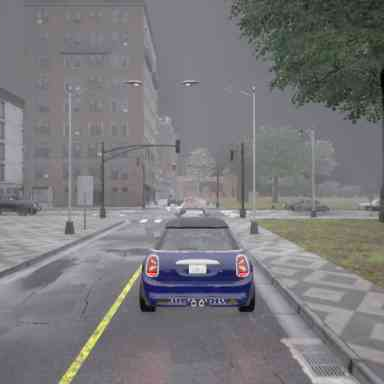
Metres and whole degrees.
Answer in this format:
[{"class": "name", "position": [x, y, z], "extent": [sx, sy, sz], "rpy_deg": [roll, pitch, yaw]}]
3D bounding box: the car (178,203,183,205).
[{"class": "car", "position": [0.025, 1.534, 17.537], "extent": [1.812, 1.442, 4.674], "rpy_deg": [0, 0, 1]}]

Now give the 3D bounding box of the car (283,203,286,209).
[{"class": "car", "position": [13.787, 1.583, 41.137], "extent": [4.902, 1.511, 2.128], "rpy_deg": [0, -1, 0]}]

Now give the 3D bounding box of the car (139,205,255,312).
[{"class": "car", "position": [0.096, 1.354, 7.864], "extent": [2.097, 1.767, 4.553], "rpy_deg": [0, 0, 0]}]

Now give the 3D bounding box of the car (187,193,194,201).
[{"class": "car", "position": [-0.440, 1.449, 95.443], "extent": [2.150, 2.045, 5.566], "rpy_deg": [0, 0, 0]}]

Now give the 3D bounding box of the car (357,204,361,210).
[{"class": "car", "position": [22.947, 1.627, 41.162], "extent": [4.674, 1.442, 1.812], "rpy_deg": [0, -1, 0]}]

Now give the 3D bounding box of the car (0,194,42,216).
[{"class": "car", "position": [-17.123, 1.185, 31.112], "extent": [5.566, 2.045, 2.150], "rpy_deg": [0, -1, 0]}]

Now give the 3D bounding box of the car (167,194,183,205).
[{"class": "car", "position": [-2.959, 1.289, 55.719], "extent": [2.150, 2.045, 5.566], "rpy_deg": [0, 0, -2]}]

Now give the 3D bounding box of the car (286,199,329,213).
[{"class": "car", "position": [13.370, 1.620, 37.874], "extent": [4.181, 1.385, 1.994], "rpy_deg": [0, -1, -1]}]

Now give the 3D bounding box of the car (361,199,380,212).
[{"class": "car", "position": [22.719, 1.613, 37.907], "extent": [5.357, 1.411, 2.033], "rpy_deg": [0, -1, 0]}]

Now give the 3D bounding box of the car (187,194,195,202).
[{"class": "car", "position": [-0.402, 1.510, 80.579], "extent": [2.097, 1.767, 4.553], "rpy_deg": [0, 0, 0]}]
